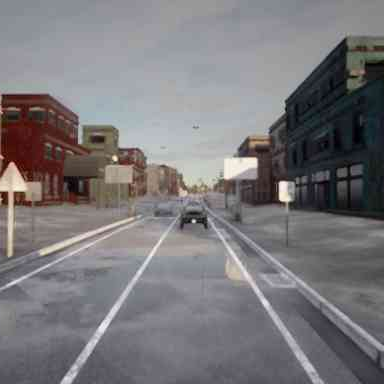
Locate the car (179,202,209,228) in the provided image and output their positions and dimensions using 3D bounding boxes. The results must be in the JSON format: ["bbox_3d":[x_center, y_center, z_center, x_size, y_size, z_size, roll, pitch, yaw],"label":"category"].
[{"bbox_3d":[0.124,1.662,23.687,1.837,1.490,4.892,0,-1,0],"label":"car"}]

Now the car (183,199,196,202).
[{"bbox_3d":[0.141,1.959,41.847,2.033,1.649,4.856,0,-1,0],"label":"car"}]

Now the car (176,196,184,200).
[{"bbox_3d":[-2.923,1.696,78.887,1.837,1.490,4.892,0,2,0],"label":"car"}]

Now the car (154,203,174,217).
[{"bbox_3d":[-3.056,1.948,36.836,1.812,1.442,4.674,0,-1,0],"label":"car"}]
